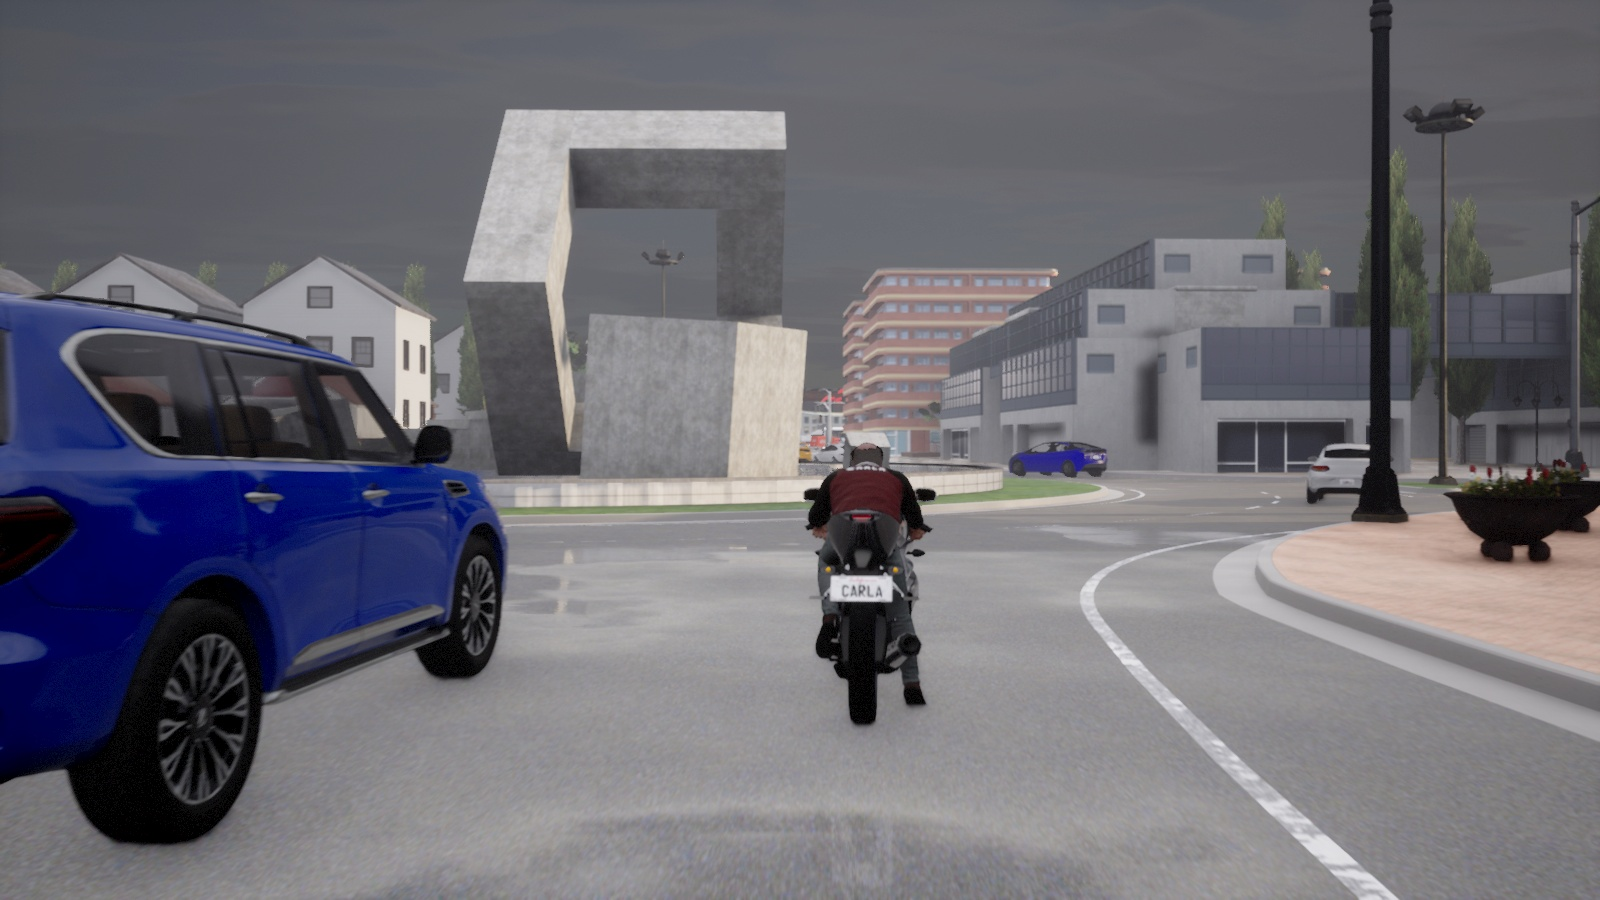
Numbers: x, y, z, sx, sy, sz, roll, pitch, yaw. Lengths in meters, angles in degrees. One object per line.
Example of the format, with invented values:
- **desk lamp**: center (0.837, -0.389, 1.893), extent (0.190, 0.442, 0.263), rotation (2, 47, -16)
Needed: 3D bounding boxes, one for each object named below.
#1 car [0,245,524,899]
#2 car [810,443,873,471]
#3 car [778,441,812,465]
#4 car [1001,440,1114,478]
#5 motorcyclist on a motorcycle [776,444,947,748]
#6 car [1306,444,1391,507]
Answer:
- **car**: center (-3.207, 0.420, 6.235), extent (2.150, 2.045, 5.566), rotation (0, 0, 3)
- **car**: center (2.141, 0.328, 66.447), extent (1.812, 1.442, 4.674), rotation (0, 0, -19)
- **car**: center (-0.361, 0.170, 82.478), extent (1.882, 1.535, 5.008), rotation (0, 0, -4)
- **car**: center (10.866, 0.345, 53.313), extent (2.007, 1.525, 4.514), rotation (0, 0, -36)
- **motorcyclist on a motorcycle**: center (0.397, 0.732, 7.458), extent (0.866, 1.530, 2.191), rotation (0, 0, 5)
- **car**: center (13.757, 0.574, 31.390), extent (1.812, 1.442, 4.674), rotation (0, 0, 25)
